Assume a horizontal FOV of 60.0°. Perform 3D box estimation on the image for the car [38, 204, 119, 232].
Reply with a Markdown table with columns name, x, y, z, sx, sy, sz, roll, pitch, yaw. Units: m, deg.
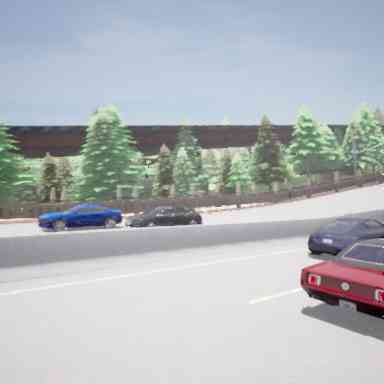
| name | x | y | z | sx | sy | sz | roll | pitch | yaw |
| --- | --- | --- | --- | --- | --- | --- | --- | --- | --- |
| car | -6.789 | 1.525 | 20.642 | 5.008 | 1.535 | 1.882 | 1 | 0 | -35 |

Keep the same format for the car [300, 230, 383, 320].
| name | x | y | z | sx | sy | sz | roll | pitch | yaw |
| --- | --- | --- | --- | --- | --- | --- | --- | --- | --- |
| car | 4.450 | 1.655 | 6.917 | 4.718 | 1.301 | 1.895 | 0 | 0 | -35 |

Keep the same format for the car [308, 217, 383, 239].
| name | x | y | z | sx | sy | sz | roll | pitch | yaw |
| --- | --- | --- | --- | --- | --- | --- | --- | --- | --- |
| car | 6.254 | 1.643 | 12.501 | 4.181 | 1.385 | 1.994 | 0 | 0 | -35 |

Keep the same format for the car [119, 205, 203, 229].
| name | x | y | z | sx | sy | sz | roll | pitch | yaw |
| --- | --- | --- | --- | --- | --- | --- | --- | --- | --- |
| car | -1.588 | 1.590 | 20.049 | 4.892 | 1.490 | 1.837 | 1 | -1 | -35 |
